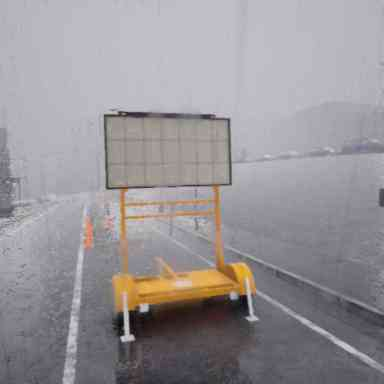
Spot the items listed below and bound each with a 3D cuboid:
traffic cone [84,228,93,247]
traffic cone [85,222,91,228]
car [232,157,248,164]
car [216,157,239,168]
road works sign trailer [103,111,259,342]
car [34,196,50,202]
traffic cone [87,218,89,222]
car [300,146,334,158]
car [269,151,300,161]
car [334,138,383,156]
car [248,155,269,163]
[{"bbox_3d":[-3.921,1.765,12.586,0.340,0.580,0.340,-2,1,-17],"label":"traffic cone"},{"bbox_3d":[-4.523,1.739,14.493,0.340,0.580,0.340,-2,1,-17],"label":"traffic cone"},{"bbox_3d":[8.644,-5.080,55.218,2.163,1.488,4.792,-2,3,-24],"label":"car"},{"bbox_3d":[6.333,-5.391,60.452,2.185,1.767,4.553,-2,3,-22],"label":"car"},{"bbox_3d":[-0.425,0.313,6.400,2.380,3.560,2.880,-2,1,-17],"label":"road works sign trailer"},{"bbox_3d":[-33.847,1.600,74.975,4.892,1.490,1.837,-4,0,43],"label":"car"},{"bbox_3d":[-5.125,1.712,16.400,0.340,0.580,0.340,-2,1,-17],"label":"traffic cone"},{"bbox_3d":[15.935,-4.786,40.335,2.185,1.767,4.553,-3,3,-27],"label":"car"},{"bbox_3d":[13.346,-4.821,45.343,2.231,1.521,4.892,-3,3,-26],"label":"car"},{"bbox_3d":[18.602,-4.734,35.398,2.435,2.045,5.566,-3,3,-28],"label":"car"},{"bbox_3d":[10.964,-4.923,50.212,2.002,1.452,4.674,-2,3,-25],"label":"car"}]
